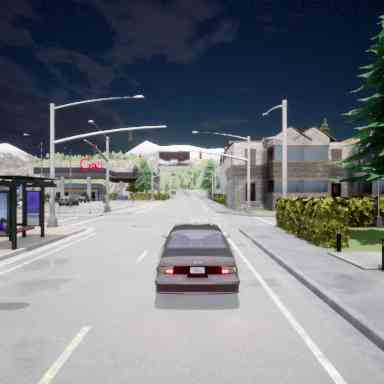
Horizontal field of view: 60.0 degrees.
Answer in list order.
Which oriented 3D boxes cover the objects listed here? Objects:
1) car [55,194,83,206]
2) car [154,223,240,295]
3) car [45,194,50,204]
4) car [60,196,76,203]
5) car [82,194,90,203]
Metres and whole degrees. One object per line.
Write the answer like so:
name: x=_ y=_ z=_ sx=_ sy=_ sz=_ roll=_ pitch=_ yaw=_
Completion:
car: x=-18.882 y=1.490 z=51.105 sx=2.007 sy=1.523 sz=4.514 roll=0 pitch=0 yaw=0
car: x=0.107 y=1.547 z=8.895 sx=2.033 sy=1.411 sz=5.357 roll=0 pitch=0 yaw=0
car: x=-25.842 y=1.289 z=61.103 sx=1.932 sy=1.855 sz=4.605 roll=0 pitch=0 yaw=0
car: x=-25.896 y=1.552 z=69.582 sx=1.970 sy=1.475 sz=3.806 roll=0 pitch=0 yaw=0
car: x=-22.571 y=1.268 z=68.977 sx=1.905 sy=1.878 sz=3.866 roll=0 pitch=0 yaw=0
